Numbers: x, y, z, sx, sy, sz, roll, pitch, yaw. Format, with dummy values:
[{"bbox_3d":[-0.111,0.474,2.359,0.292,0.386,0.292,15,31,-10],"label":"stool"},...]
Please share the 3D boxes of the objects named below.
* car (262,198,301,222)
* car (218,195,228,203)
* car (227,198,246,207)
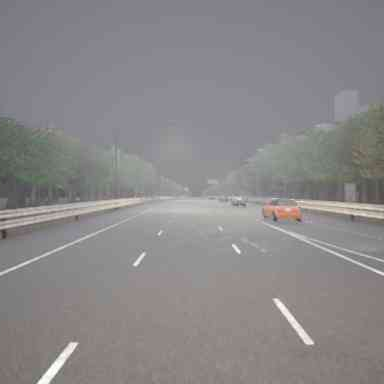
[{"bbox_3d":[7.044,1.356,26.551,2.097,1.767,4.553,0,0,-1],"label":"car"},{"bbox_3d":[7.150,1.538,76.562,2.097,1.767,4.553,0,-1,0],"label":"car"},{"bbox_3d":[7.043,1.625,51.342,1.895,1.301,4.718,0,0,0],"label":"car"}]
